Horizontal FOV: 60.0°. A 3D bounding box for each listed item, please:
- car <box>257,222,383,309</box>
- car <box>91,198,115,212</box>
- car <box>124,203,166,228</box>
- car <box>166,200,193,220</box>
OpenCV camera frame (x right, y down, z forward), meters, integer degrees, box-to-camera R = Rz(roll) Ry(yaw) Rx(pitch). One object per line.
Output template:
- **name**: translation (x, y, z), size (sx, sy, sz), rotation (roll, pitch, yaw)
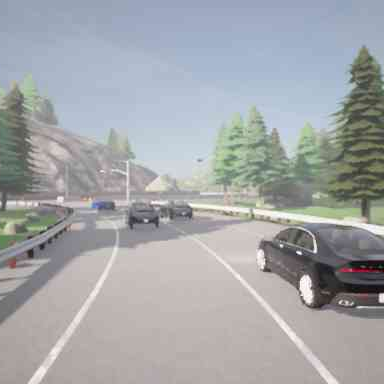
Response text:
- **car**: translation (2.959, 1.470, 7.819), size (1.837, 1.490, 4.892), rotation (0, 0, -5)
- **car**: translation (-10.341, 1.434, 38.630), size (1.882, 1.535, 5.008), rotation (0, 0, -28)
- **car**: translation (-3.345, 1.454, 21.858), size (2.128, 1.511, 4.902), rotation (0, 0, -15)
- **car**: translation (-1.373, 1.430, 27.100), size (2.128, 1.511, 4.902), rotation (0, 0, -19)
